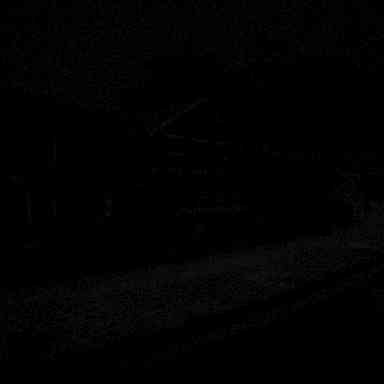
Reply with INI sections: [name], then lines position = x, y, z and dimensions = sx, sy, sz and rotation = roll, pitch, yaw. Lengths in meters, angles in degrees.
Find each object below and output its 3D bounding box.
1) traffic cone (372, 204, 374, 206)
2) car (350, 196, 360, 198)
[traffic cone]
position = 28.793, 1.957, 52.888
dimensions = 0.340, 0.580, 0.340
rotation = 0, 0, 10
[car]
position = 31.727, 1.529, 64.793
dimensions = 1.812, 1.442, 4.674
rotation = 0, 0, 0
